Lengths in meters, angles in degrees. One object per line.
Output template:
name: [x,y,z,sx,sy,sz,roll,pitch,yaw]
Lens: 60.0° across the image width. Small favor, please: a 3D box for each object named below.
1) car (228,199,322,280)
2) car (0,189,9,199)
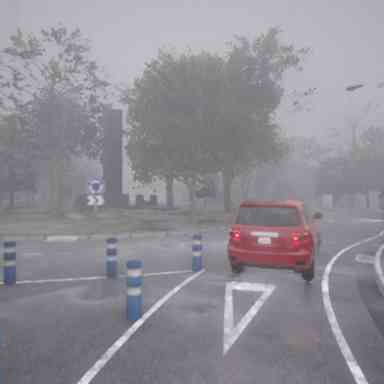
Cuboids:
car: [2.752,1.231,10.406,2.150,2.045,5.566,0,1,22]
car: [-27.743,0.534,44.890,2.150,2.045,5.566,0,0,34]
